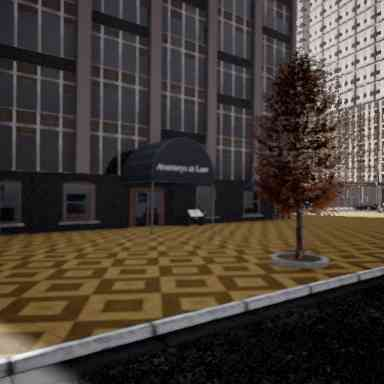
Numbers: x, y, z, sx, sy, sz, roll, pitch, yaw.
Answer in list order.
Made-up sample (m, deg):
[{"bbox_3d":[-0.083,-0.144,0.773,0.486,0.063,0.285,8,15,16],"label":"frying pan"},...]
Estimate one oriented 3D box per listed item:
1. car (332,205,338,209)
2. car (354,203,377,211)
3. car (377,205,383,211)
[{"bbox_3d":[25.817,2.504,64.634,2.033,1.411,5.357,1,-1,-23],"label":"car"},{"bbox_3d":[30.973,2.595,59.235,1.947,1.339,4.313,0,-1,-23],"label":"car"},{"bbox_3d":[33.140,2.488,54.046,1.947,1.339,4.313,0,-1,-23],"label":"car"}]
